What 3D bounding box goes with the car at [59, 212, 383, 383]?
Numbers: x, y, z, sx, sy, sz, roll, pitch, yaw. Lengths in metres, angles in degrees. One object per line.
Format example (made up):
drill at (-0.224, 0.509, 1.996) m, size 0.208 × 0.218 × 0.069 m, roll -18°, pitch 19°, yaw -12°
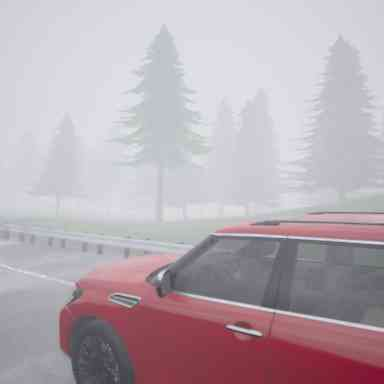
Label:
car at (1.069, 1.221, 3.229) m, size 5.566 × 2.045 × 2.150 m, roll 0°, pitch 0°, yaw 36°
